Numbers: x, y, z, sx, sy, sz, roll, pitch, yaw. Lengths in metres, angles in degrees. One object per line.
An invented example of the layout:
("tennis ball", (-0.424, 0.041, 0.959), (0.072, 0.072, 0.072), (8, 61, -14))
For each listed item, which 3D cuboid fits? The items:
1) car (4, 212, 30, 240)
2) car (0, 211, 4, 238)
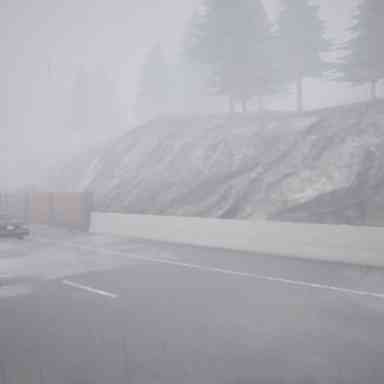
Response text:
("car", (-10.095, 1.692, 16.816), (5.357, 1.411, 2.033), (-1, 0, 42))
("car", (-8.037, 1.448, 10.452), (4.553, 1.767, 2.097), (0, -1, 39))
